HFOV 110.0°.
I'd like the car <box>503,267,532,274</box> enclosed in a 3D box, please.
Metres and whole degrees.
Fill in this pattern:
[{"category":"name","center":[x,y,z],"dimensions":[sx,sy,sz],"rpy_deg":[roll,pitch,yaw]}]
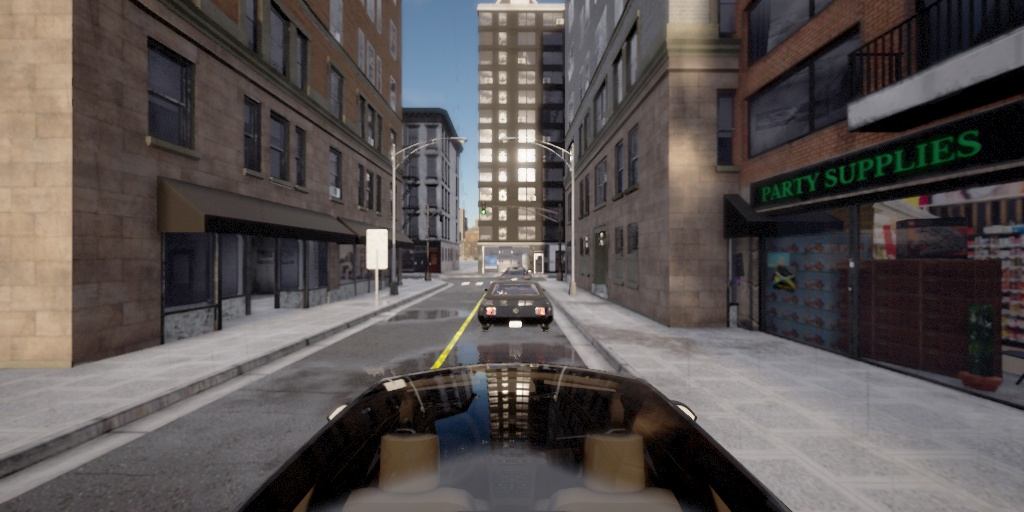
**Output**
[{"category":"car","center":[0.315,1.405,23.512],"dimensions":[1.994,1.385,4.181],"rpy_deg":[0,0,4]}]

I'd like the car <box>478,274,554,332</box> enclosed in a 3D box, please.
[{"category":"car","center":[0.087,1.390,10.995],"dimensions":[1.895,1.301,4.718],"rpy_deg":[0,0,0]}]
